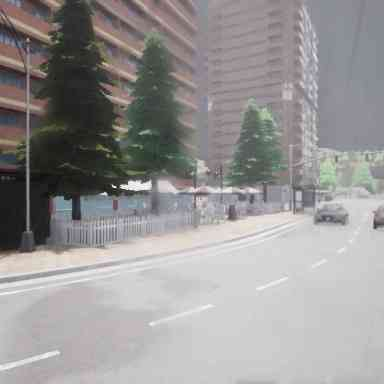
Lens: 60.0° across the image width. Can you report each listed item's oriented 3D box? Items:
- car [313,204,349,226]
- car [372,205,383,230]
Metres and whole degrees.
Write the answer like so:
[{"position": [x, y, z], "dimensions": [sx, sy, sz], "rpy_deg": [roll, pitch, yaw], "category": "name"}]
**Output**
[{"position": [9.870, 1.563, 23.453], "dimensions": [1.994, 1.385, 4.181], "rpy_deg": [0, 0, 30], "category": "car"}, {"position": [12.312, 1.525, 20.675], "dimensions": [1.812, 1.442, 4.674], "rpy_deg": [0, 0, 30], "category": "car"}]
